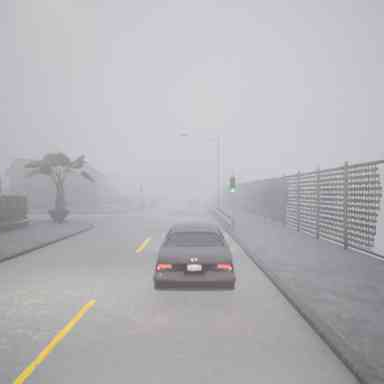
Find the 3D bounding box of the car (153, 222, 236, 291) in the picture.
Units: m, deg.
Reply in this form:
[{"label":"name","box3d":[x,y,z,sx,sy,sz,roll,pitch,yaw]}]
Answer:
[{"label":"car","box3d":[0.070,1.549,9.121,2.033,1.411,5.357,0,0,1]}]

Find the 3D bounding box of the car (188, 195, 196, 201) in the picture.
[{"label":"car","box3d":[0.059,1.562,86.580,1.994,1.385,4.181,0,0,0]}]

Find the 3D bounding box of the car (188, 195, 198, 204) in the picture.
[{"label":"car","box3d":[0.146,1.571,64.695,1.994,1.385,4.181,0,0,0]}]
